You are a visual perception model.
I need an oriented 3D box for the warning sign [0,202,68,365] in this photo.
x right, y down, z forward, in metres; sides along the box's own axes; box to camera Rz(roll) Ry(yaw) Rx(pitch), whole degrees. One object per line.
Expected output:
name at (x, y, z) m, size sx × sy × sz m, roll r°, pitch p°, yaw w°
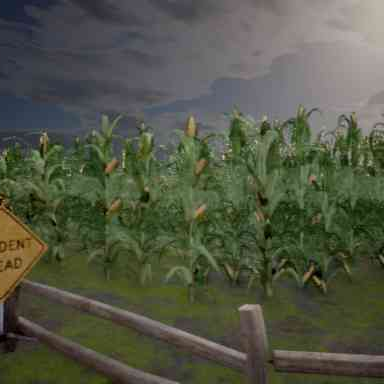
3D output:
warning sign at (-2.533, 1.089, 4.388) m, size 1.060 × 1.860 × 1.300 m, roll 0°, pitch 0°, yaw 36°
